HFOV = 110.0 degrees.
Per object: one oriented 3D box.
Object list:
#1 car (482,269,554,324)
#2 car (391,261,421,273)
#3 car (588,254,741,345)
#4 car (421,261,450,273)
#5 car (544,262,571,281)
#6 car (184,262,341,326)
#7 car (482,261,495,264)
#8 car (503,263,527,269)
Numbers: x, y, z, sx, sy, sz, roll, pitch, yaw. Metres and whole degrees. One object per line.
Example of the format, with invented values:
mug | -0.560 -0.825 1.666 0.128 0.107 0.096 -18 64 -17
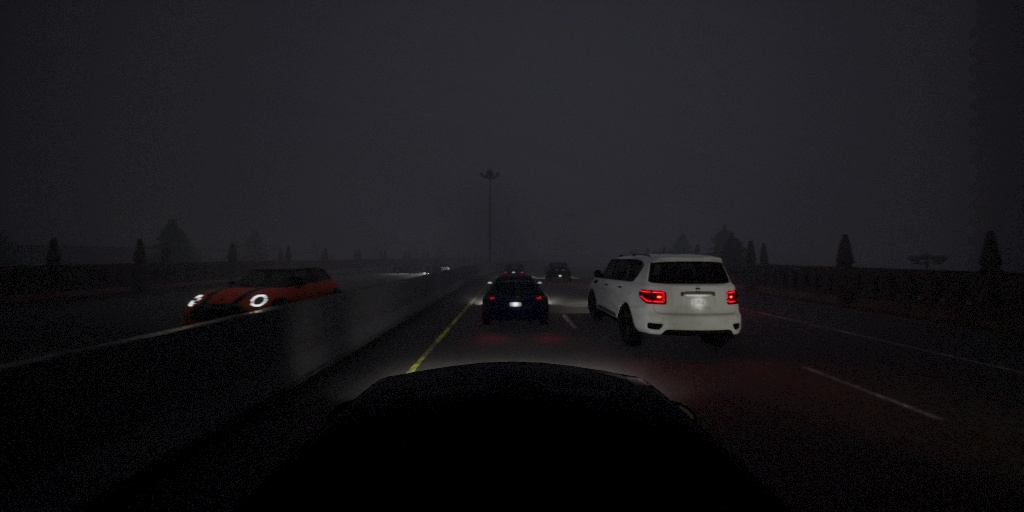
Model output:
car | 0.098 1.314 11.979 1.994 1.385 4.181 0 0 0
car | -12.595 1.297 43.333 2.033 1.411 5.357 0 0 9
car | 3.596 0.971 9.609 2.150 2.045 5.566 0 0 0
car | -8.976 1.313 43.425 1.994 1.385 4.181 0 0 10
car | 3.762 1.255 29.701 1.837 1.490 4.892 0 0 2
car | -7.094 1.102 10.820 2.097 1.767 4.553 0 0 0
car | -3.442 1.350 52.628 1.895 1.301 4.718 0 0 15
car | 0.233 1.297 29.705 2.033 1.411 5.357 0 0 2
